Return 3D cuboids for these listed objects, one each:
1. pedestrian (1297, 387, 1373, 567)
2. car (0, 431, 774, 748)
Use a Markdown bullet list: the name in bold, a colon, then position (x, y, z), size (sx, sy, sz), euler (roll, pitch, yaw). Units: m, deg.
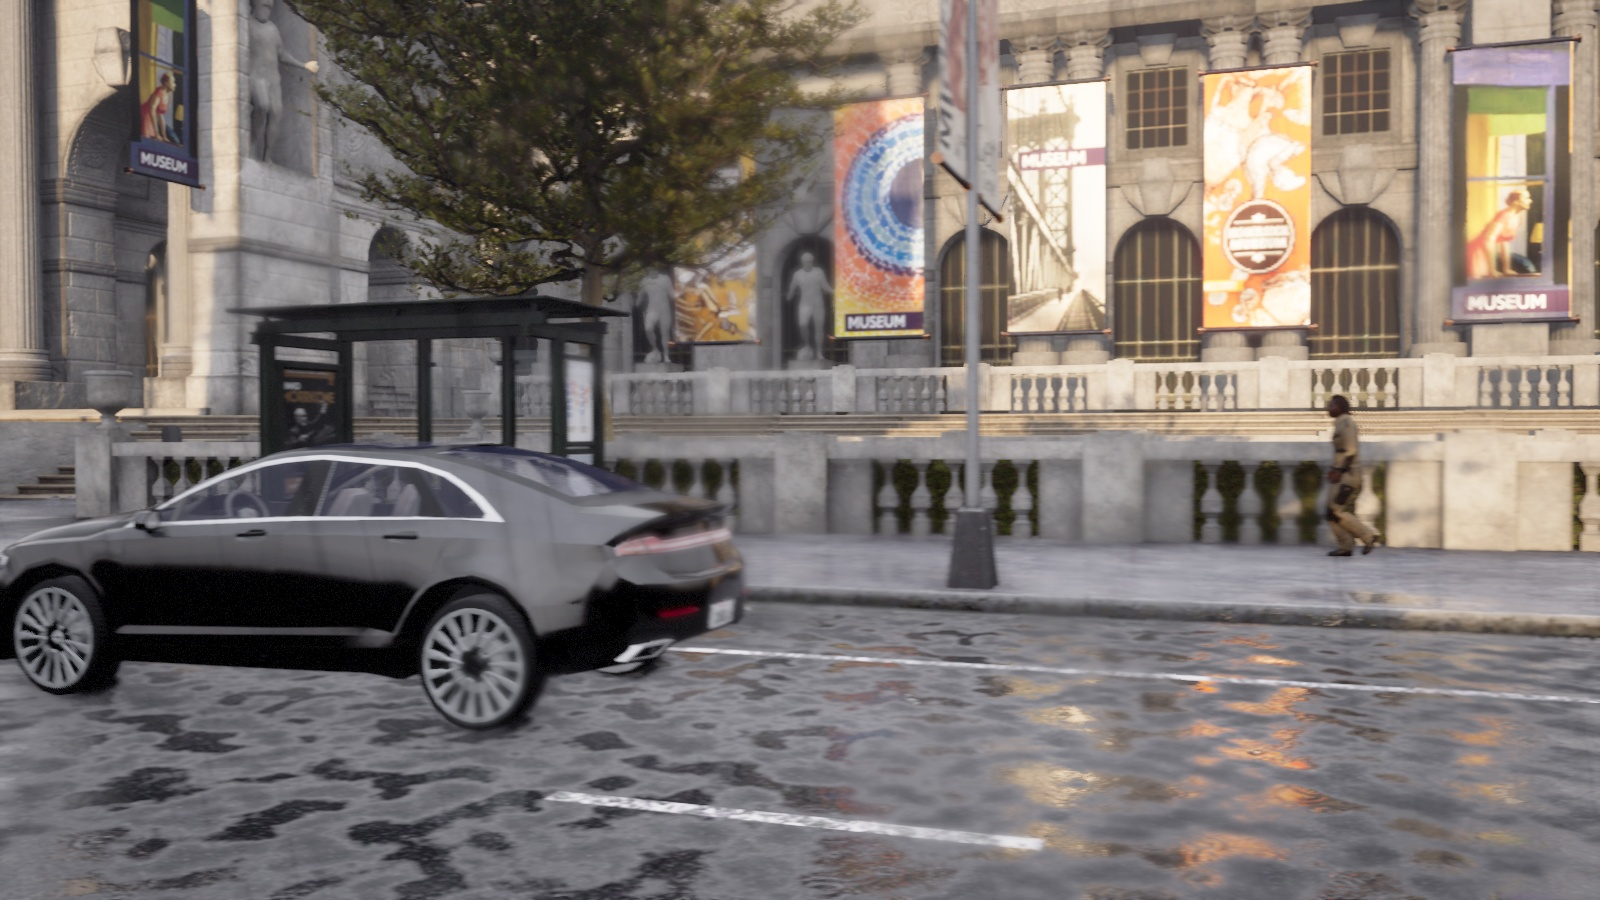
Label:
- **pedestrian**: position (5.847, 0.285, 13.743), size (0.692, 1.930, 0.396), euler (0, 1, 12)
- **car**: position (-2.832, 0.646, 7.836), size (4.902, 1.511, 2.128), euler (0, 1, 19)
